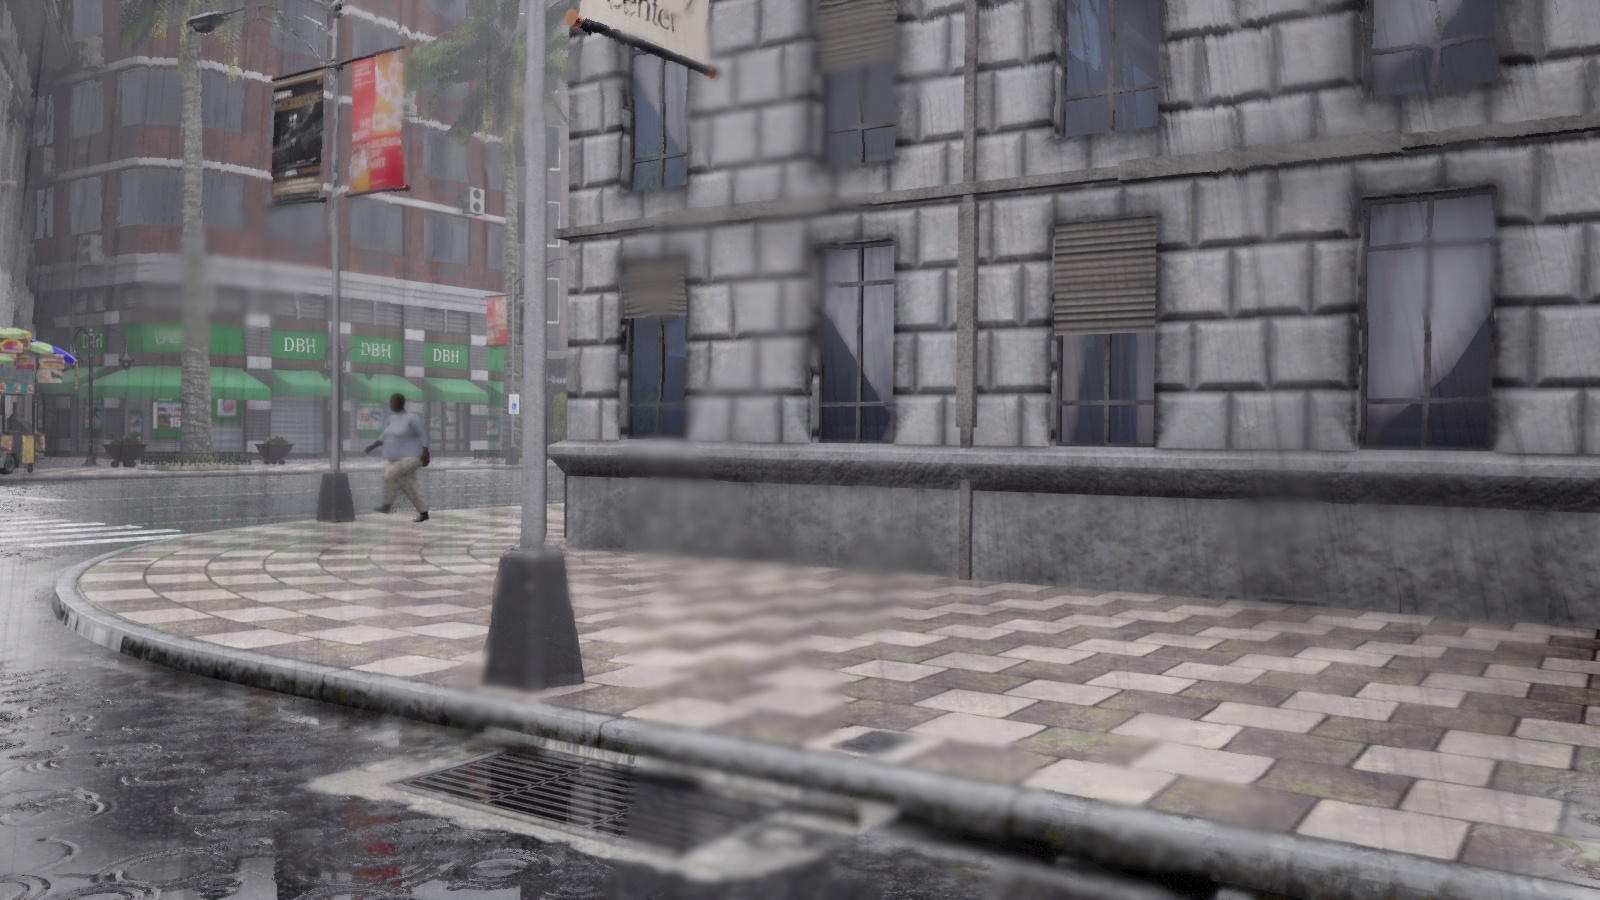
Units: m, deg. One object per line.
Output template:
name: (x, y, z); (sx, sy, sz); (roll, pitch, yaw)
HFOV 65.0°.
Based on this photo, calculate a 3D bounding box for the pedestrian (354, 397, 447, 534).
pedestrian: (-5.610, 0.198, 17.638); (0.874, 1.855, 0.900); (0, 1, 41)
